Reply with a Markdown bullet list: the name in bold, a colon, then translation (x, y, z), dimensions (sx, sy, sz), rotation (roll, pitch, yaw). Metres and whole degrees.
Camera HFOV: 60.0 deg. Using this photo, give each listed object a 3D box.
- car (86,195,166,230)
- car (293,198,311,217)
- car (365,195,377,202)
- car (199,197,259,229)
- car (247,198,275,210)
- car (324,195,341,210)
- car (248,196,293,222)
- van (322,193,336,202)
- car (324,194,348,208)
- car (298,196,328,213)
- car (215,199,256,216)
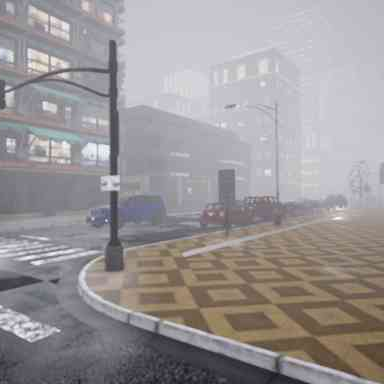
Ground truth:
- **car**: translation (-4.044, 1.197, 21.473), dimensions (2.150, 2.045, 5.566), rotation (-1, 0, 38)
- **car**: translation (8.885, 1.463, 29.924), dimensions (1.802, 1.307, 4.206), rotation (-1, 0, 36)
- **car**: translation (35.427, 1.328, 65.946), dimensions (1.887, 1.381, 4.507), rotation (-1, 0, 36)
- **car**: translation (2.249, 1.345, 20.919), dimensions (1.967, 1.590, 4.097), rotation (-1, 0, 36)
- **car**: translation (9.076, 1.476, 43.467), dimensions (1.752, 1.417, 4.829), rotation (-1, 0, 36)
- **car**: translation (15.521, 1.408, 38.929), dimensions (2.008, 1.369, 4.403), rotation (-1, 0, 36)
- **car**: translation (5.565, 1.208, 25.422), dimensions (2.192, 1.841, 5.009), rotation (-1, 0, 36)
- **van**: translation (29.082, 1.217, 70.621), dimensions (1.690, 1.788, 3.998), rotation (-1, 0, 36)
- **car**: translation (18.836, 1.160, 43.433), dimensions (2.192, 1.841, 5.009), rotation (-1, 0, 36)
- **car**: translation (12.203, 1.414, 34.427), dimensions (1.887, 1.381, 4.507), rotation (-1, 0, 36)
- **car**: translation (4.412, 1.450, 32.978), dimensions (1.837, 1.490, 4.892), rotation (-1, 0, 36)
